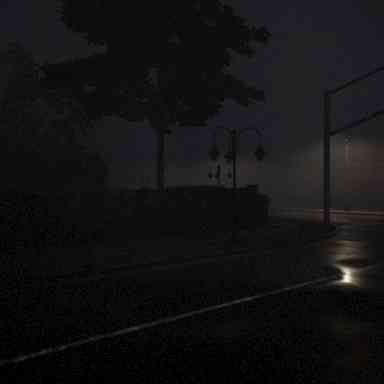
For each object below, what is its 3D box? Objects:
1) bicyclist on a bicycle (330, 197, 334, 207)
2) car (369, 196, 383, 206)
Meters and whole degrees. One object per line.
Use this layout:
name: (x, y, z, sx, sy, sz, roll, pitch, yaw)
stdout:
bicyclist on a bicycle: (20.821, 1.429, 50.092, 1.656, 1.620, 0.582, -6, -7, -37)
car: (28.398, 1.293, 48.448, 2.242, 1.667, 4.611, 0, 0, -35)
